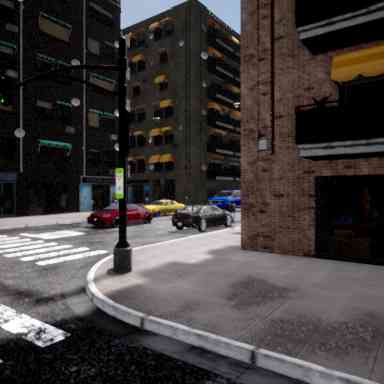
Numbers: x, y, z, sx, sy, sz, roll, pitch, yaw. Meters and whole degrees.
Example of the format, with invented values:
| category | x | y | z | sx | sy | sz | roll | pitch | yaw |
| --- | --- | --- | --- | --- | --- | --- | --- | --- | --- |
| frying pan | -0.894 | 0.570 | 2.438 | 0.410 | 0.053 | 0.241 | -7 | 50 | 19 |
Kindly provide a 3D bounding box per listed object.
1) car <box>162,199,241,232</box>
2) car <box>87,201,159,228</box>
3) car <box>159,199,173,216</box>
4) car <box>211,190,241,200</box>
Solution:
| category | x | y | z | sx | sy | sz | roll | pitch | yaw |
| --- | --- | --- | --- | --- | --- | --- | --- | --- | --- |
| car | 0.680 | 1.330 | 18.282 | 2.008 | 1.369 | 4.403 | 1 | 1 | 36 |
| car | -4.346 | 1.364 | 20.599 | 1.994 | 1.385 | 4.181 | 0 | 1 | 36 |
| car | -2.455 | 1.247 | 27.347 | 1.752 | 1.417 | 4.829 | 1 | 1 | 36 |
| car | 3.574 | 0.854 | 31.431 | 2.150 | 2.045 | 5.566 | 0 | 1 | 36 |
